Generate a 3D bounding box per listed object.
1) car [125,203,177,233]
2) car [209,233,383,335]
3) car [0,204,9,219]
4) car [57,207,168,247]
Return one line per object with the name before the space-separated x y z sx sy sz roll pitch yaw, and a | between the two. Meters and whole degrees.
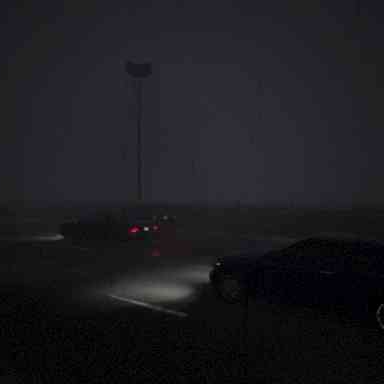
car | -3.140 1.423 19.125 4.553 1.767 2.097 0 0 35
car | 2.541 1.534 6.479 4.674 1.442 1.812 0 0 35
car | -18.540 1.646 30.104 5.008 1.535 1.882 0 0 35
car | -3.958 1.610 15.409 5.357 1.411 2.033 0 0 35
